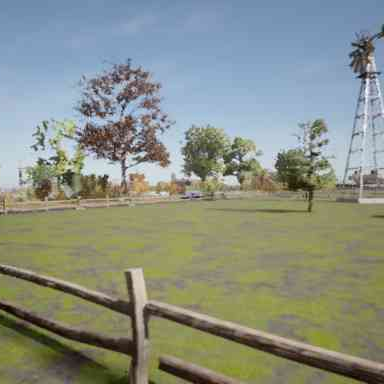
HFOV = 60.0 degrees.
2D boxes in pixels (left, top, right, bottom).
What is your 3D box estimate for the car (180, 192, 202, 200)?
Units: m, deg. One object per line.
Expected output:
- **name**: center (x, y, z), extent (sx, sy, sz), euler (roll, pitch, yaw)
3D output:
- **car**: center (-0.165, 0.717, 60.175), extent (1.895, 1.301, 4.718), euler (0, 1, 37)
